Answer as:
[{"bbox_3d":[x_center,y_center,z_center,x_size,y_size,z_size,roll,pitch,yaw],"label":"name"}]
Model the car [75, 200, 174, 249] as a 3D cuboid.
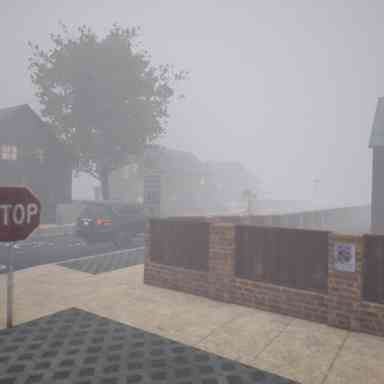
[{"bbox_3d":[-2.894,1.441,16.089,2.150,2.045,5.566,2,0,35],"label":"car"}]
